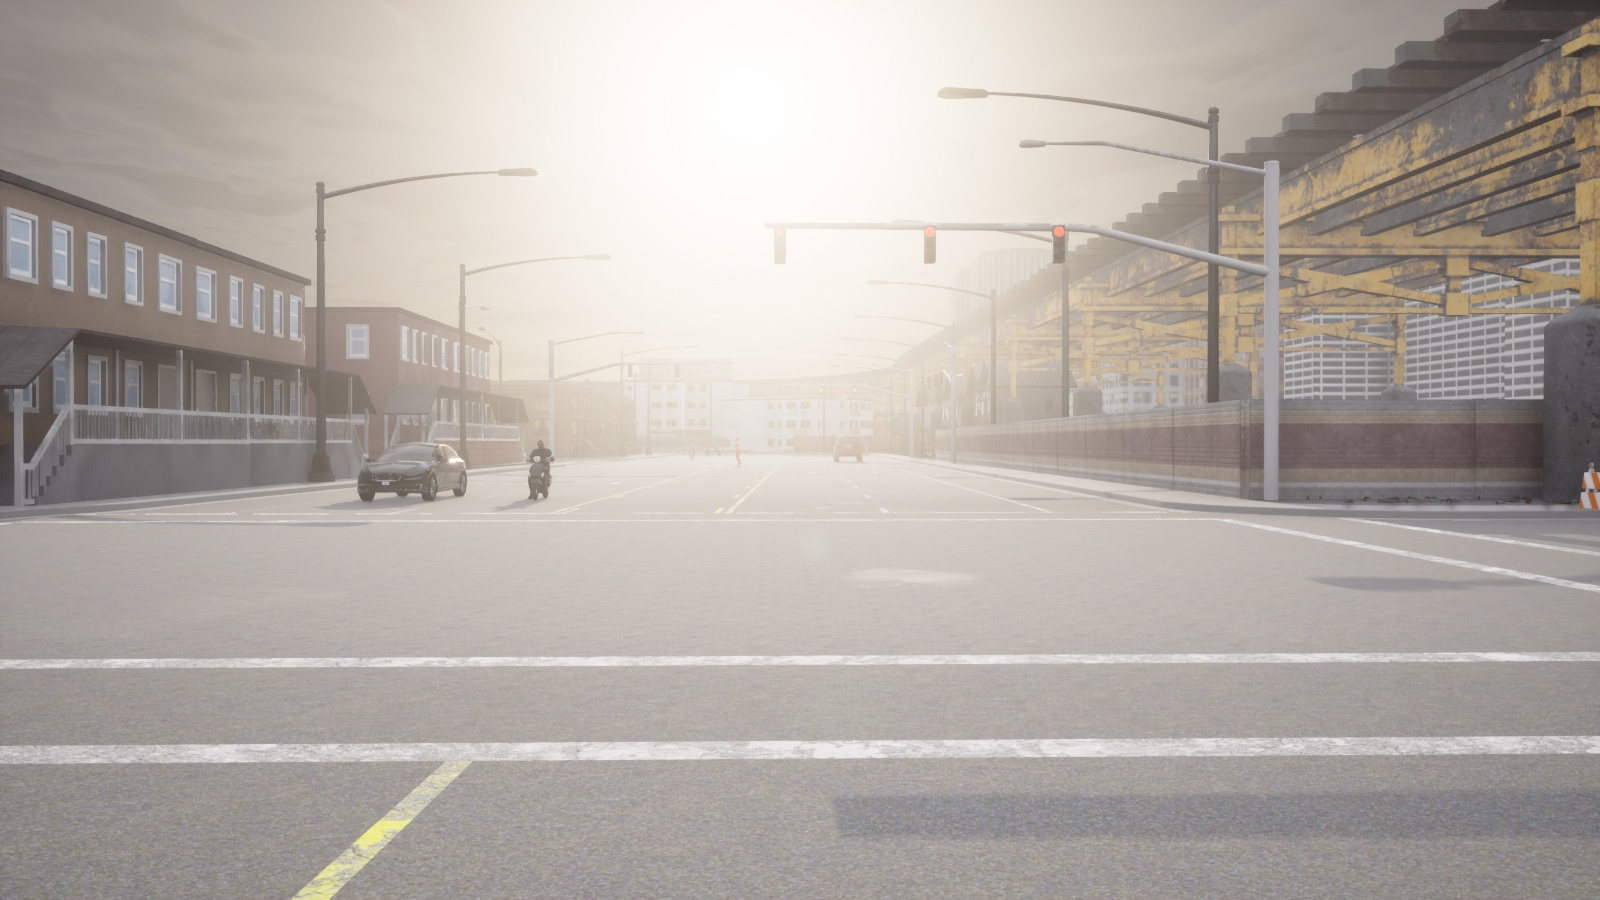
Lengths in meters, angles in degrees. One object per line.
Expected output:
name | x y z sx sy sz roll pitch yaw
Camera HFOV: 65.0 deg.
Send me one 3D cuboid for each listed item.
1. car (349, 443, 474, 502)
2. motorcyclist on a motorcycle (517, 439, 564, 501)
car | -10.382 0.552 33.928 1.837 1.490 4.892 0 0 0
motorcyclist on a motorcycle | -6.884 0.506 33.335 0.866 1.590 1.817 0 0 0
